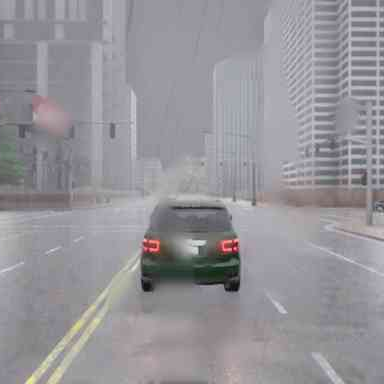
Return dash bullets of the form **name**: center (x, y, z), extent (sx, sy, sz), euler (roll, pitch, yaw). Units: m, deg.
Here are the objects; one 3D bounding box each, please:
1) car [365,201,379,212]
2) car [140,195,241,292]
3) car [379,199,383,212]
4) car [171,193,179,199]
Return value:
- **car**: center (22.067, 1.493, 37.472), extent (4.892, 1.490, 1.837), euler (0, 0, -1)
- **car**: center (-0.027, 1.219, 9.056), extent (2.150, 2.045, 5.566), euler (0, 0, 0)
- **car**: center (21.999, 1.553, 33.970), extent (4.181, 1.385, 1.994), euler (0, 0, -1)
- **car**: center (-4.268, 1.067, 84.913), extent (1.882, 1.535, 5.008), euler (0, 0, -1)
